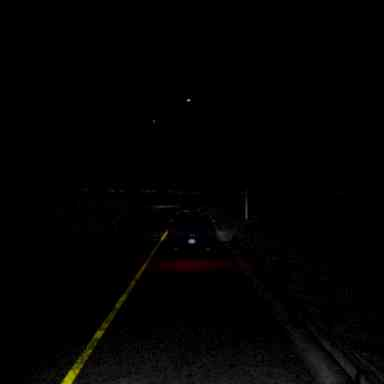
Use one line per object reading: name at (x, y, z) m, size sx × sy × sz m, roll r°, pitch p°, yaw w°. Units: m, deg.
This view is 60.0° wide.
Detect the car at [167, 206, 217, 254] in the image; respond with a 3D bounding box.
car at (0.015, 1.608, 14.271) m, size 1.882 × 1.535 × 5.008 m, roll 0°, pitch 0°, yaw 0°

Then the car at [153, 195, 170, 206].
car at (-5.841, 1.551, 63.564) m, size 2.150 × 2.045 × 5.566 m, roll 0°, pitch 0°, yaw -21°

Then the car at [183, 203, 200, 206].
car at (-0.028, 1.717, 28.515) m, size 2.128 × 1.511 × 4.902 m, roll 0°, pitch 0°, yaw 0°
